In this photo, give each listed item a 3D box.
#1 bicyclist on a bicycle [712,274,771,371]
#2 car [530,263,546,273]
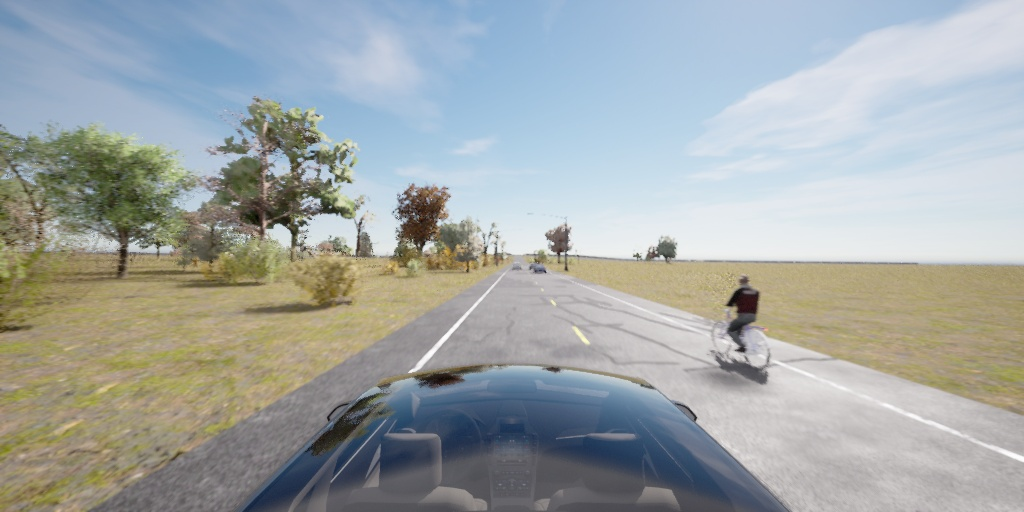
[{"bbox_3d":[4.509,1.237,7.182,0.659,1.776,1.843,1,0,1],"label":"bicyclist on a bicycle"},{"bbox_3d":[4.375,1.957,57.300,2.033,1.411,5.357,1,-1,1],"label":"car"}]
